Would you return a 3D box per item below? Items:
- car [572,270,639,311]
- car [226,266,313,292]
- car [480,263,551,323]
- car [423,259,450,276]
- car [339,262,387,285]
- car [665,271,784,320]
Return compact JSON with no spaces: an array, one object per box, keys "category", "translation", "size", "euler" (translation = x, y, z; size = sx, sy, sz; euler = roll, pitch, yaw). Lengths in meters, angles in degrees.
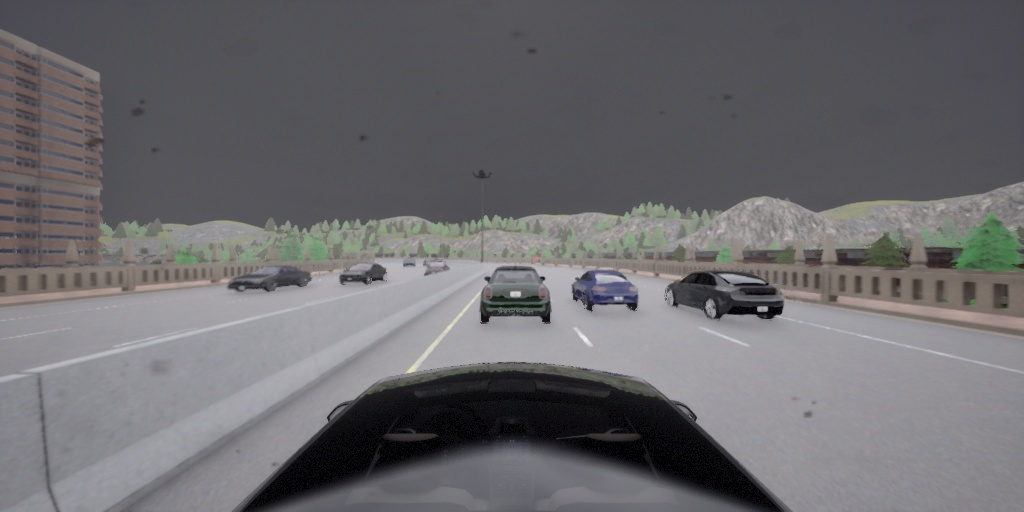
[{"category":"car","translation":[3.604,1.275,14.415],"size":[1.812,1.442,4.674],"euler":[0,0,0]},{"category":"car","translation":[-14.094,1.296,21.352],"size":[2.033,1.411,5.357],"euler":[0,0,0]},{"category":"car","translation":[0.103,1.102,12.309],"size":[2.097,1.767,4.553],"euler":[0,0,0]},{"category":"car","translation":[-7.144,1.273,34.906],"size":[1.812,1.442,4.674],"euler":[0,0,-1]},{"category":"car","translation":[-10.601,1.226,25.872],"size":[1.882,1.535,5.008],"euler":[0,0,0]},{"category":"car","translation":[7.103,1.255,12.579],"size":[1.837,1.490,4.892],"euler":[0,0,0]}]
